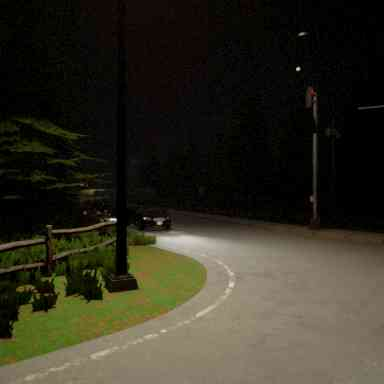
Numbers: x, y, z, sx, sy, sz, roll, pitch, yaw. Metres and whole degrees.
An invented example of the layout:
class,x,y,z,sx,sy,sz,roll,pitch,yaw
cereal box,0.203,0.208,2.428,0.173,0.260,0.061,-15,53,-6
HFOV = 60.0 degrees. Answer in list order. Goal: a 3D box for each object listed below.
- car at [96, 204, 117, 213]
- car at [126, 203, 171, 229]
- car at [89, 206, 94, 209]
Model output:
class,x,y,z,sx,sy,sz,roll,pitch,yaw
car,-6.976,1.542,29.662,1.994,1.385,4.181,0,0,-24
car,-2.862,1.469,20.679,2.128,1.511,4.902,0,0,-26
car,-11.751,1.457,40.390,1.882,1.535,5.008,0,0,-24
